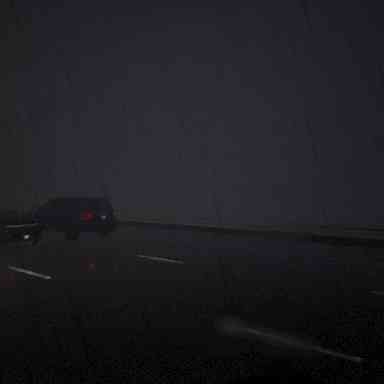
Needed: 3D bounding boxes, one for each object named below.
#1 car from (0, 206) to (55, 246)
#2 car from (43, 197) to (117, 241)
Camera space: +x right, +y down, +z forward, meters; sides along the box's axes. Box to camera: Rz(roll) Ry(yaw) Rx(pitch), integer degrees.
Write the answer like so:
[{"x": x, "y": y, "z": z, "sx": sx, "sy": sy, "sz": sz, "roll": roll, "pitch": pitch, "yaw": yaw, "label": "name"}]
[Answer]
[{"x": -8.269, "y": 1.492, "z": 14.066, "sx": 4.902, "sy": 1.511, "sz": 2.128, "roll": 0, "pitch": 0, "yaw": 35, "label": "car"}, {"x": -6.261, "y": 1.255, "z": 16.933, "sx": 5.566, "sy": 2.045, "sz": 2.150, "roll": 0, "pitch": 0, "yaw": 35, "label": "car"}]
